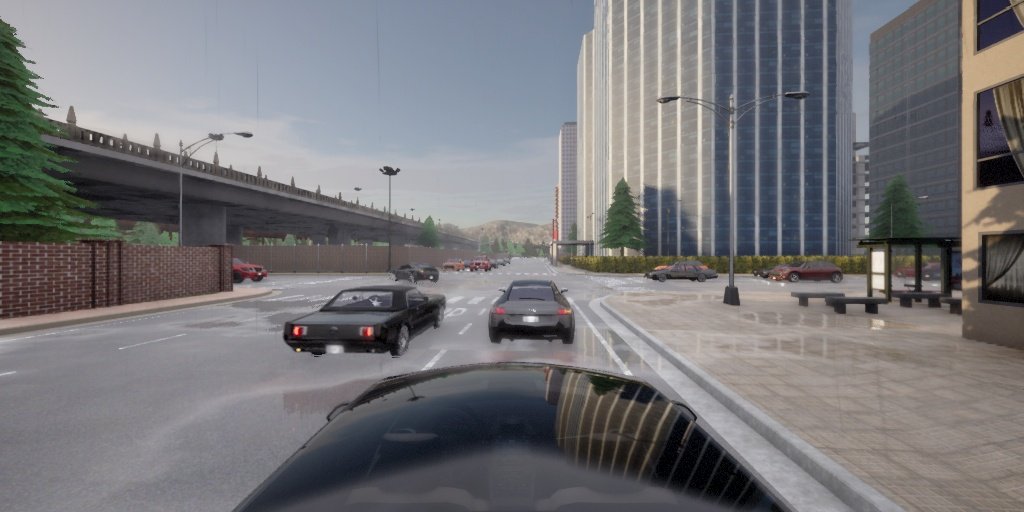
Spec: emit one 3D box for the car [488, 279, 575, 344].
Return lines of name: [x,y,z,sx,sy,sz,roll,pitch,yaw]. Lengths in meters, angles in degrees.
car: [0.557,1.314,9.633,1.994,1.385,4.181,0,0,4]

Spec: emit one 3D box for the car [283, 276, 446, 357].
car: [-2.971,1.351,8.524,1.895,1.301,4.718,0,0,3]

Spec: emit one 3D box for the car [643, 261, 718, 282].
car: [13.507,1.353,28.853,5.357,1.411,2.033,0,0,4]

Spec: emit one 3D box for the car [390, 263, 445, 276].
car: [-7.444,1.265,27.165,1.837,1.490,4.892,2,-1,-45]

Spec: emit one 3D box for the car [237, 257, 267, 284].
car: [-22.133,1.027,27.750,5.566,2.045,2.150,0,0,4]

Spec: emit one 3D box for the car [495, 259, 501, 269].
car: [-3.282,1.228,56.529,1.882,1.535,5.008,0,0,4]

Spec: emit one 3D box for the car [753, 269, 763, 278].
car: [24.491,1.353,31.556,5.357,1.411,2.033,0,0,4]

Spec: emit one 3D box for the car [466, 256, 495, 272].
car: [-4.000,0.971,46.553,2.150,2.045,5.566,0,0,4]

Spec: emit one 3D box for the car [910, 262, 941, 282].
car: [33.853,1.369,27.340,4.181,1.385,1.994,0,0,4]

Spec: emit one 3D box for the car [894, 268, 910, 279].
car: [35.890,1.283,30.691,5.008,1.535,1.882,0,0,5]

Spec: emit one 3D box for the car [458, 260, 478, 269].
car: [-6.815,1.297,56.036,2.033,1.411,5.357,0,0,5]

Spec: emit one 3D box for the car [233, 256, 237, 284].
car: [-22.268,1.027,24.244,5.566,2.045,2.150,0,0,4]

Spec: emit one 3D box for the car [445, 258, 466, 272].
car: [-7.534,1.102,46.595,2.097,1.767,4.553,0,0,5]

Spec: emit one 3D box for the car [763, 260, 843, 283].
car: [22.961,1.157,28.158,4.553,1.767,2.097,0,0,4]
